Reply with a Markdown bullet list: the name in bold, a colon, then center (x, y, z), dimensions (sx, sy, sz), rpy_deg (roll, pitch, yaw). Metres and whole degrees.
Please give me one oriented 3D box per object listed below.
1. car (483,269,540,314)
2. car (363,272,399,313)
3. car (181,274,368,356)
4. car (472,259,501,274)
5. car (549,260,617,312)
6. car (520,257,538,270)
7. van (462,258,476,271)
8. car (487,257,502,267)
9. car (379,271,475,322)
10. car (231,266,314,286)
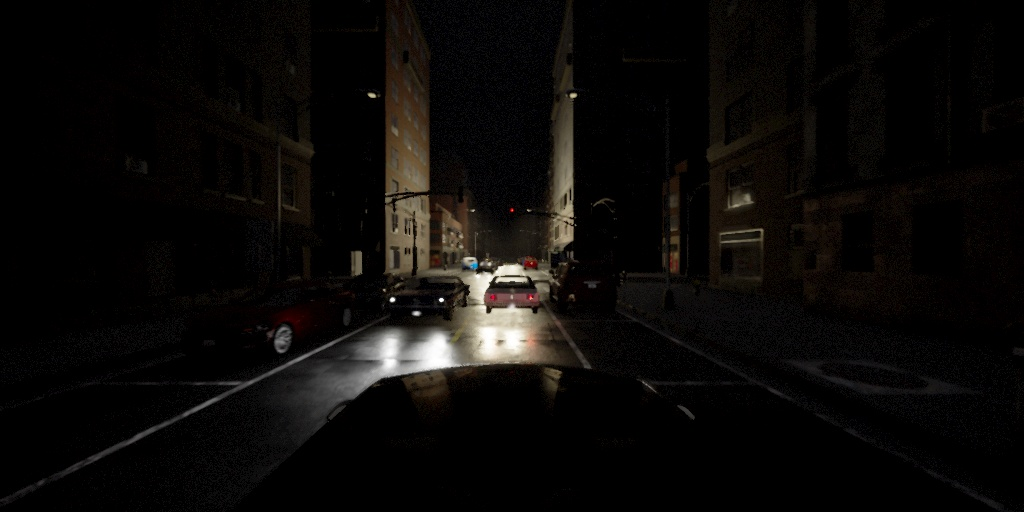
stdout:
- **car**: center (0.004, 1.361, 13.845), dimensions (1.895, 1.301, 4.718), rpy_deg (0, 0, 0)
- **car**: center (-5.394, 1.326, 14.134), dimensions (1.948, 1.339, 4.313), rpy_deg (0, 0, 0)
- **car**: center (-5.391, 1.301, 8.623), dimensions (1.888, 1.381, 4.507), rpy_deg (0, 0, 0)
- **car**: center (-2.841, 1.327, 41.034), dimensions (2.033, 1.411, 5.357), rpy_deg (0, 0, 4)
- **car**: center (2.631, 1.075, 14.138), dimensions (2.192, 1.841, 5.009), rpy_deg (0, 0, 0)
- **car**: center (2.680, 1.101, 51.509), dimensions (2.192, 1.841, 5.009), rpy_deg (0, 0, 0)
- **van**: center (-5.430, 1.123, 46.098), dimensions (1.690, 1.789, 3.998), rpy_deg (0, 0, 0)
- **car**: center (-2.859, 1.291, 51.768), dimensions (1.837, 1.490, 4.892), rpy_deg (0, 0, 0)
- **car**: center (-2.685, 1.360, 12.578), dimensions (1.895, 1.301, 4.718), rpy_deg (0, 0, 2)
- **car**: center (-17.278, 1.439, 26.006), dimensions (4.718, 1.301, 1.895), rpy_deg (0, 0, 0)
